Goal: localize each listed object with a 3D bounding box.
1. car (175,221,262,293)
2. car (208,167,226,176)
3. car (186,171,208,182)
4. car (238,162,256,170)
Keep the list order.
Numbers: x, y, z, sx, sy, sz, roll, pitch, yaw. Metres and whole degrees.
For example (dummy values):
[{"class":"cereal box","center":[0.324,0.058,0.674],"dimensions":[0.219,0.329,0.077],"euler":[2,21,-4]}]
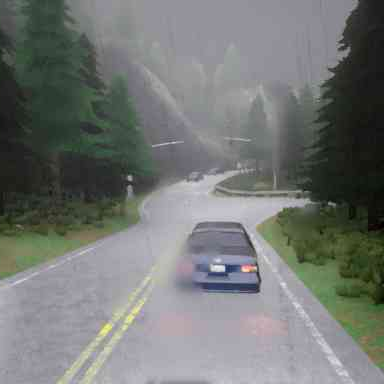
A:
[{"class":"car","center":[0.726,1.497,8.877],"dimensions":[2.033,1.411,5.357],"euler":[0,0,5]},{"class":"car","center":[4.632,-4.050,63.645],"dimensions":[2.128,1.511,4.902],"euler":[4,10,36]},{"class":"car","center":[0.562,-2.569,55.102],"dimensions":[1.837,1.490,4.892],"euler":[2,10,19]},{"class":"car","center":[11.871,-5.480,71.020],"dimensions":[4.892,1.490,1.837],"euler":[-9,9,-36]}]
